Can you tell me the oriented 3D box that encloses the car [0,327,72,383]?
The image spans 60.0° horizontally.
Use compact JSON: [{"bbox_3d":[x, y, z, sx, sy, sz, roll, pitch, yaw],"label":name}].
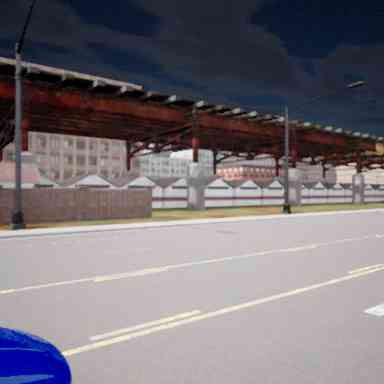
[{"bbox_3d":[-3.140,1.465,1.505,5.008,1.535,1.882,1,0,-36],"label":"car"}]
